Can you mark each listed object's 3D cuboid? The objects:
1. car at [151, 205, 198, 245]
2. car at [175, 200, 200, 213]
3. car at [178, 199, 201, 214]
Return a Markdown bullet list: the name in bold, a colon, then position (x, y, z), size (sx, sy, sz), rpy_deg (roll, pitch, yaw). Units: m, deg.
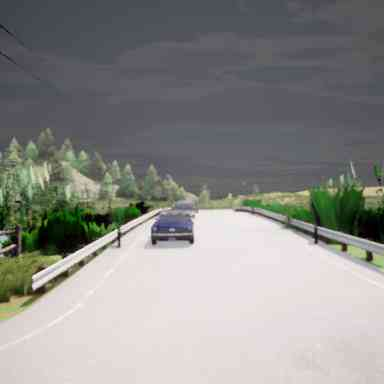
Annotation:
- **car**: position (-0.788, 1.556, 15.730), size (1.895, 1.301, 4.718), rpy_deg (-1, 2, 0)
- **car**: position (-0.606, 1.453, 25.785), size (1.895, 1.301, 4.718), rpy_deg (-1, 0, 2)
- **car**: position (-0.179, 1.589, 36.179), size (2.128, 1.511, 4.902), rpy_deg (-1, -2, 3)
